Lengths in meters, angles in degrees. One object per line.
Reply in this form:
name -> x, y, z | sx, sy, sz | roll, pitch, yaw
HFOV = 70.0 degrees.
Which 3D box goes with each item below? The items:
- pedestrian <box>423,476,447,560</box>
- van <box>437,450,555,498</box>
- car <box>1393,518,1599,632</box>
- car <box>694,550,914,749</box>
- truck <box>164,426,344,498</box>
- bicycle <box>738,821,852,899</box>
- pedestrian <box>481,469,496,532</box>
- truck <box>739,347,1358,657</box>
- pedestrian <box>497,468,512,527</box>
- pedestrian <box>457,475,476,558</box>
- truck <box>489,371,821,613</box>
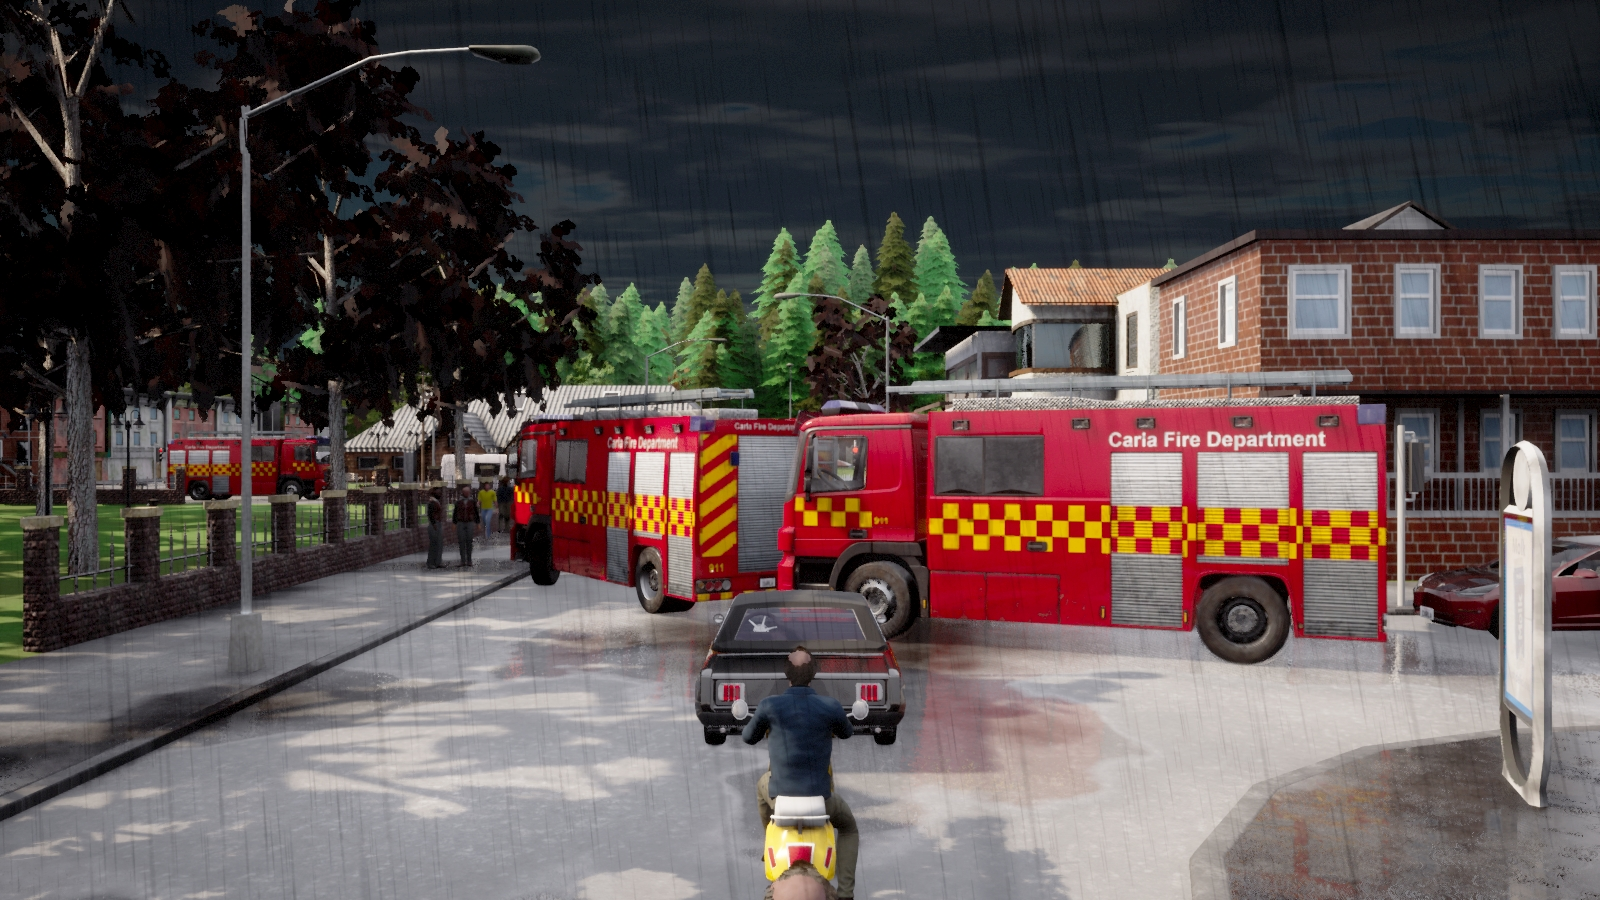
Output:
pedestrian -> -8.179, 1.514, 25.609 | 0.375, 1.860, 0.375 | 0, 0, 10
van -> -16.613, 1.289, 62.612 | 5.915, 2.561, 1.988 | 0, 0, 0
car -> 11.939, 1.835, 17.293 | 4.792, 1.488, 2.163 | 0, 0, 0
car -> 0.033, 1.930, 12.217 | 1.895, 1.301, 4.718 | 0, 0, 0
truck -> -29.853, 0.645, 62.699 | 8.468, 3.827, 2.891 | 0, 0, 1
bicycle -> -0.015, 1.938, 3.086 | 0.329, 1.271, 1.835 | 0, 0, 0
pedestrian -> -9.273, 1.512, 34.024 | 0.375, 1.860, 0.375 | 0, 0, -3
truck -> 3.534, 0.662, 17.078 | 8.468, 3.827, 2.891 | 0, 0, 22
pedestrian -> -9.365, 1.510, 36.230 | 0.375, 1.860, 0.375 | 0, 0, 0
pedestrian -> -7.614, 1.514, 26.062 | 0.375, 1.860, 0.375 | 0, 0, -9
truck -> -3.228, 0.662, 22.435 | 2.891, 3.827, 8.468 | 0, 0, -34
